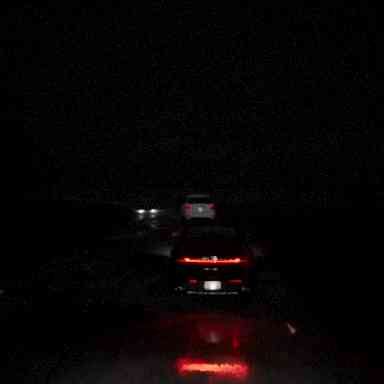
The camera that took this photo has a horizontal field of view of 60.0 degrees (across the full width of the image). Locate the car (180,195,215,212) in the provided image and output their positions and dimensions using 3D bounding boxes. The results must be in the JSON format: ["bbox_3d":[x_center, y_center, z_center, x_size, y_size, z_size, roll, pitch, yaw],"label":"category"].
[{"bbox_3d":[0.357,1.203,24.622,2.150,2.045,5.566,0,0,-4],"label":"car"}]

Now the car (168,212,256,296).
[{"bbox_3d":[0.488,1.484,8.610,1.837,1.490,4.892,0,0,3],"label":"car"}]

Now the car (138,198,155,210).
[{"bbox_3d":[-6.022,1.517,43.541,1.812,1.442,4.674,0,0,-14],"label":"car"}]
